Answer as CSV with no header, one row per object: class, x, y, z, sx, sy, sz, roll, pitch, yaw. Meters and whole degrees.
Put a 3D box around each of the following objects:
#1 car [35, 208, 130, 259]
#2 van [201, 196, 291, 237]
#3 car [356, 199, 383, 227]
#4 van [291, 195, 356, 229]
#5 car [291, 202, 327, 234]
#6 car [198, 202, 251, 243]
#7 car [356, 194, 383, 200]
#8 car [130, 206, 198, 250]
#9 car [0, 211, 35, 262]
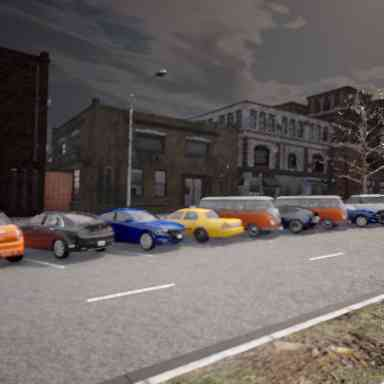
car,-4.980,1.462,12.441,4.892,1.521,2.231,-1,0,35
van,2.553,1.236,17.528,4.442,1.987,1.878,-1,-1,36
car,9.924,1.463,22.674,5.008,1.535,2.097,-1,-1,36
van,7.532,1.236,20.920,4.442,1.987,1.878,-1,-1,36
car,4.920,1.493,19.303,4.792,1.488,2.163,-1,-1,36
car,-0.183,1.462,15.990,5.366,1.575,1.946,-1,-1,35
car,12.386,1.212,24.373,5.566,2.045,2.435,-1,-1,36
car,-2.514,1.462,14.184,5.008,1.535,2.097,-1,-1,35
car,-7.444,1.335,10.696,4.553,1.767,2.185,-1,0,34
